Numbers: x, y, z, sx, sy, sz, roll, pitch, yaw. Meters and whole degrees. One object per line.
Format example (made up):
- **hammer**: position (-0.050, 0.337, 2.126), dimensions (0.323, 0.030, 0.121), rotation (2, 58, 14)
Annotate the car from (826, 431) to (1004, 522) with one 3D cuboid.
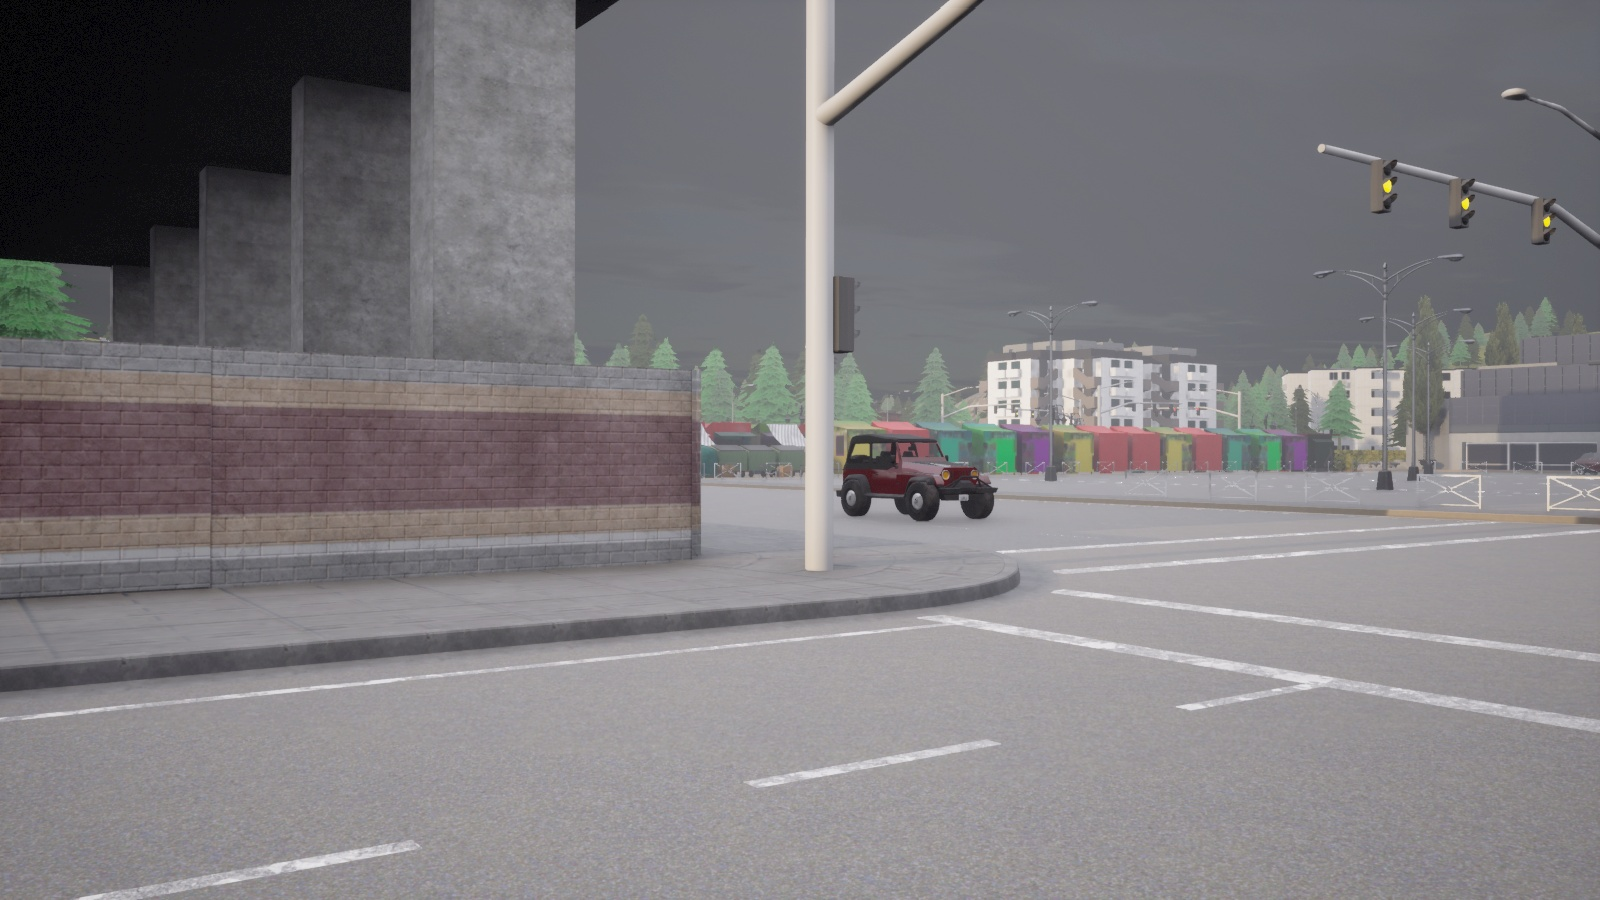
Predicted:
- **car**: position (2.491, 0.549, 28.043), dimensions (1.905, 1.878, 3.866), rotation (0, 0, -35)
